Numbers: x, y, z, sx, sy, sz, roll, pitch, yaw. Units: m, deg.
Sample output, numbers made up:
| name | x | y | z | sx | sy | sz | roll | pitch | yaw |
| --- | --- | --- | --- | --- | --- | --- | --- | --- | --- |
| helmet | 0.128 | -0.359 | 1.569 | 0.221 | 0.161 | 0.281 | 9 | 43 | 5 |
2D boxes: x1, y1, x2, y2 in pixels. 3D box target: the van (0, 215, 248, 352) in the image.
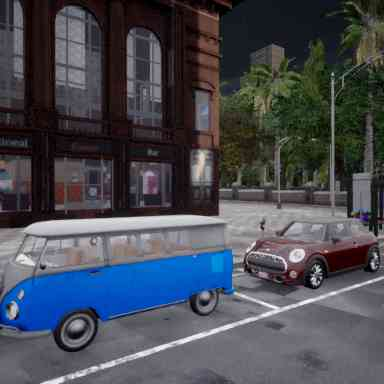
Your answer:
| name | x | y | z | sx | sy | sz | roll | pitch | yaw |
| --- | --- | --- | --- | --- | --- | --- | --- | --- | --- |
| van | -1.103 | 1.341 | 5.874 | 3.998 | 1.788 | 1.690 | 0 | 0 | -36 |

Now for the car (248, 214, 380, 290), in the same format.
| name | x | y | z | sx | sy | sz | roll | pitch | yaw |
| --- | --- | --- | --- | --- | --- | --- | --- | --- | --- |
| car | 3.298 | 1.439 | 9.048 | 4.097 | 1.590 | 1.967 | 0 | 0 | -36 |
